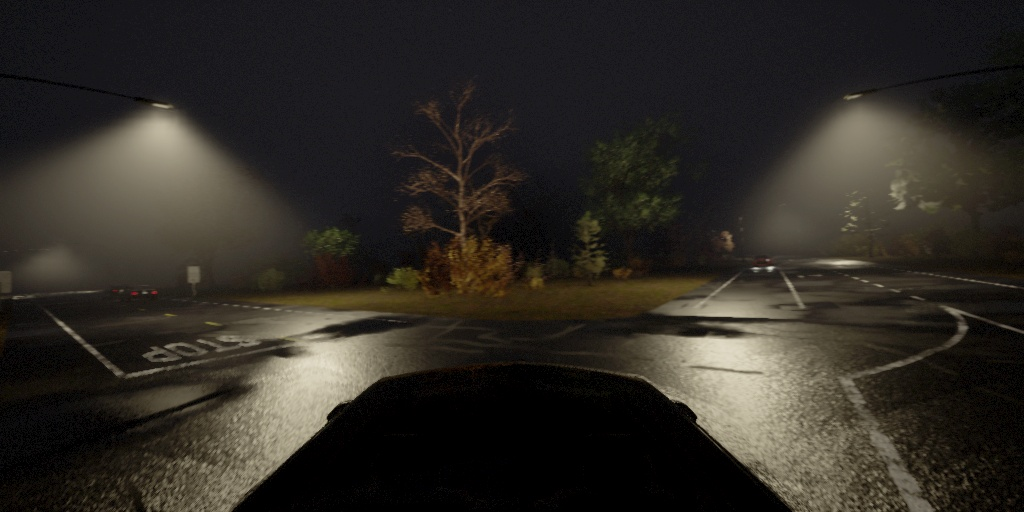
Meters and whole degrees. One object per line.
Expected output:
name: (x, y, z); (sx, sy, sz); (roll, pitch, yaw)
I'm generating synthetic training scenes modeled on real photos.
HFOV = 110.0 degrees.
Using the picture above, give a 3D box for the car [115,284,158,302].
car: (-33.923, 3.369, 32.583); (5.357, 1.411, 2.033); (-3, -1, 36)

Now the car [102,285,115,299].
car: (-42.626, 3.839, 38.874); (4.892, 1.490, 1.837); (-3, -1, 36)

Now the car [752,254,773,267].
car: (34.810, 0.589, 49.804); (2.097, 1.767, 4.553); (-6, -3, 39)
